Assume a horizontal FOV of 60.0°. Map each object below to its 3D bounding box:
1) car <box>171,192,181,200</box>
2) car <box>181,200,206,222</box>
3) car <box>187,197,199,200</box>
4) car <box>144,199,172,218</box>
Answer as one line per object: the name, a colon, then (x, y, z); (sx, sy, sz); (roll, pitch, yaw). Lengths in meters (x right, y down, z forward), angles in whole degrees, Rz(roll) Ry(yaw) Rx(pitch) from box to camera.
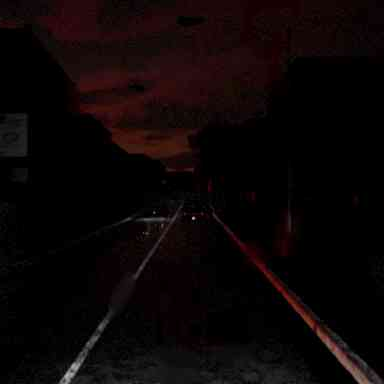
car: (-3.379, 0.895, 72.657); (2.097, 1.767, 4.553); (0, 1, 0)
car: (0.110, 1.603, 26.394); (1.895, 1.301, 4.718); (0, 0, 0)
car: (0.109, 1.415, 42.828); (1.837, 1.490, 4.892); (0, 0, 0)
car: (-3.172, 1.556, 30.204); (1.994, 1.385, 4.181); (0, 0, 0)
